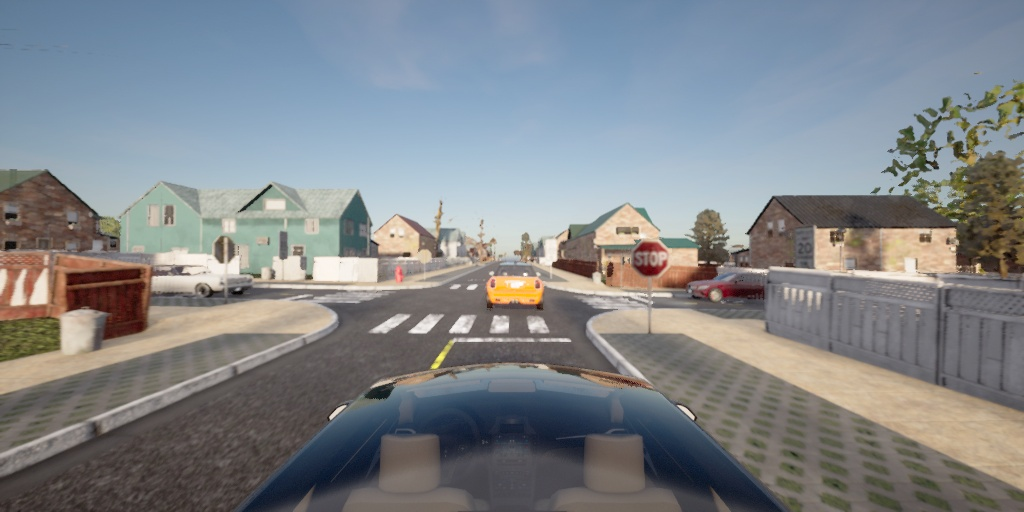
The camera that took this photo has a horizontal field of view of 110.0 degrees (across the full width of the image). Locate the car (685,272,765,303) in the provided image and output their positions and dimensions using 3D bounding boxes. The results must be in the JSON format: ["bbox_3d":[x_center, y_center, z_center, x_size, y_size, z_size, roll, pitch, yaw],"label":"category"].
[{"bbox_3d":[11.072,1.511,17.713,4.674,1.442,1.812,1,-1,-1],"label":"car"}]

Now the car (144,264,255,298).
[{"bbox_3d":[-13.407,1.003,14.748,4.718,1.301,1.895,1,-1,1],"label":"car"}]

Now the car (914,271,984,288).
[{"bbox_3d":[20.915,1.561,17.737,4.553,1.767,2.097,2,-1,0],"label":"car"}]

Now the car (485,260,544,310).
[{"bbox_3d":[0.112,1.058,14.556,2.097,1.767,4.553,1,-1,0],"label":"car"}]
